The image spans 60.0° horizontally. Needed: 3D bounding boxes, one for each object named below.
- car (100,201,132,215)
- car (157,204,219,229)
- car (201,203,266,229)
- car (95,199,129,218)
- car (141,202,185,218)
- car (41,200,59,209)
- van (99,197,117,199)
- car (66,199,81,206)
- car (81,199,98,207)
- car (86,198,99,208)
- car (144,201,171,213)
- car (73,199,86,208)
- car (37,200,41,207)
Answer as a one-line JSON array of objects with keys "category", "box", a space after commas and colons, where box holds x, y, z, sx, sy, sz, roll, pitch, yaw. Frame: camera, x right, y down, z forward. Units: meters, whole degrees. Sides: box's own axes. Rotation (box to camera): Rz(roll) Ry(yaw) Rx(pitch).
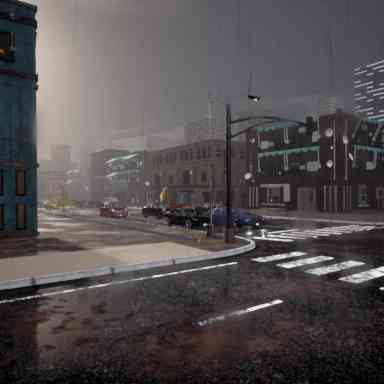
[{"category": "car", "box": [-9.565, 1.937, 41.434, 2.128, 1.511, 4.902, -1, 0, -35]}, {"category": "car", "box": [-0.385, 1.815, 23.793, 1.947, 1.339, 4.313, -1, 0, -35]}, {"category": "car", "box": [2.782, 1.750, 23.990, 2.033, 1.411, 5.357, -1, 0, -34]}, {"category": "car", "box": [-8.324, 1.846, 35.177, 1.967, 1.590, 4.097, -1, 0, -35]}, {"category": "car", "box": [-3.198, 1.812, 32.451, 2.128, 1.511, 4.902, -1, 0, -35]}, {"category": "car", "box": [-24.248, 2.233, 57.603, 1.752, 1.417, 4.829, -1, 0, -35]}, {"category": "van", "box": [-14.314, 1.907, 58.082, 1.690, 1.788, 3.998, -1, 0, -35]}, {"category": "car", "box": [-27.129, 2.364, 76.135, 1.947, 1.339, 4.313, -1, 0, -35]}, {"category": "car", "box": [-20.719, 2.228, 67.108, 1.887, 1.381, 4.507, -1, 0, -35]}, {"category": "car", "box": [-17.520, 1.940, 62.595, 2.192, 1.841, 5.009, -1, 0, -35]}, {"category": "car", "box": [-4.693, 1.966, 44.544, 1.802, 1.307, 4.206, -2, 0, -35]}, {"category": "car", "box": [-20.457, 2.192, 62.280, 1.812, 1.442, 4.674, -1, 0, -35]}, {"category": "car", "box": [-30.756, 2.376, 66.768, 2.008, 1.369, 4.403, -1, 0, -35]}]
